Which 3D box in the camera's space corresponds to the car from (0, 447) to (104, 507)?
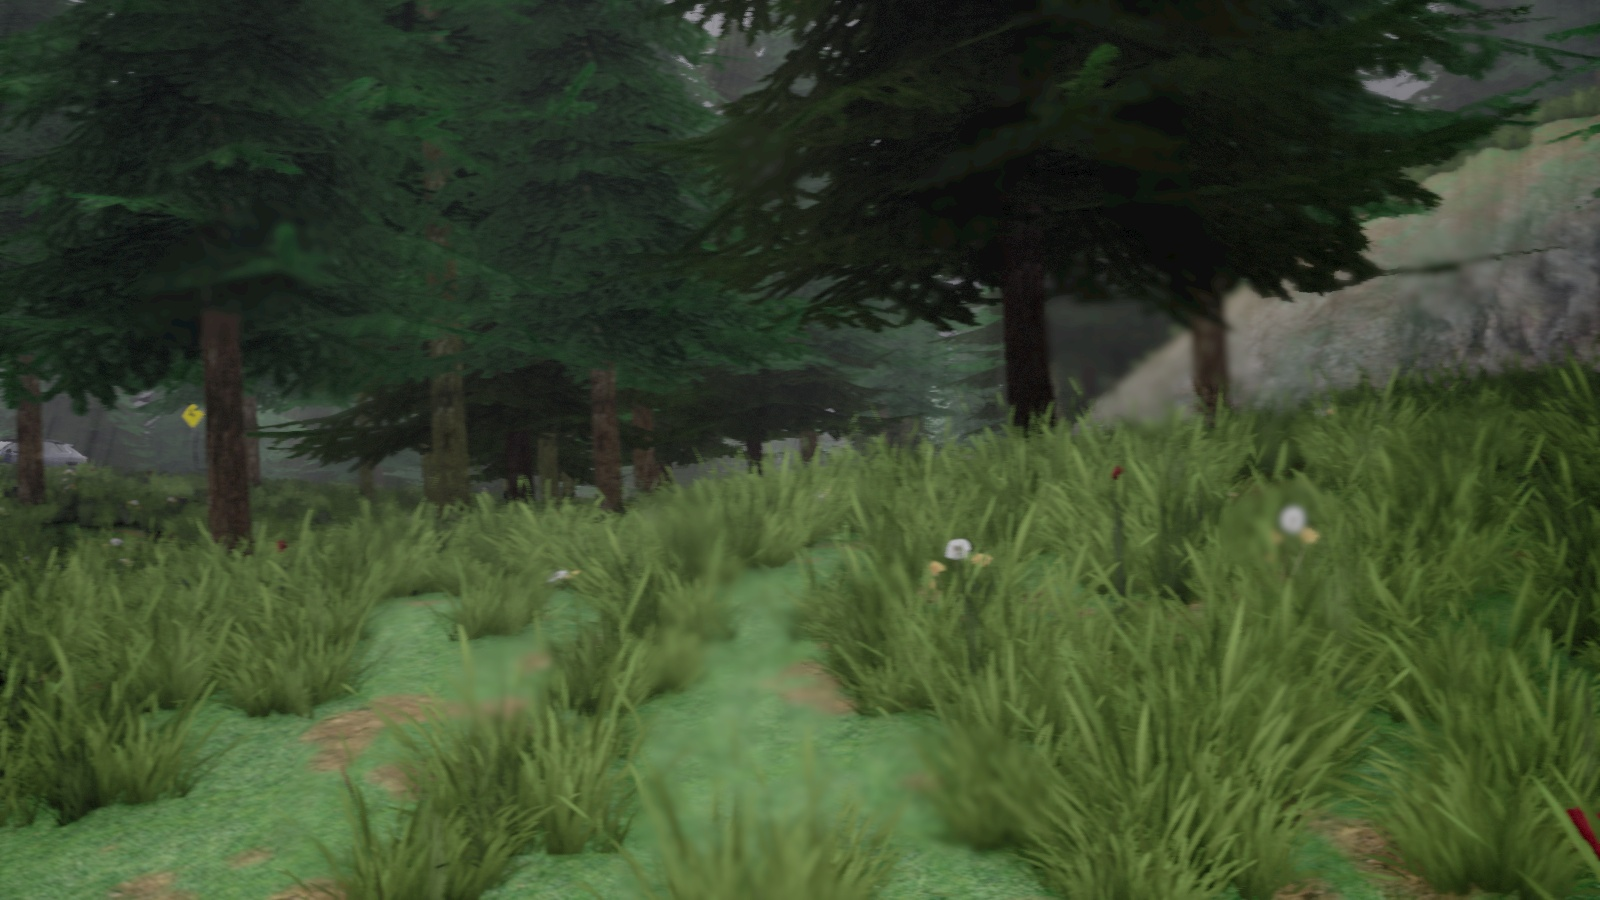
[{"bbox_3d":[-24.663,0.879,39.362,2.033,1.649,4.856,-5,-4,18],"label":"car"}]
